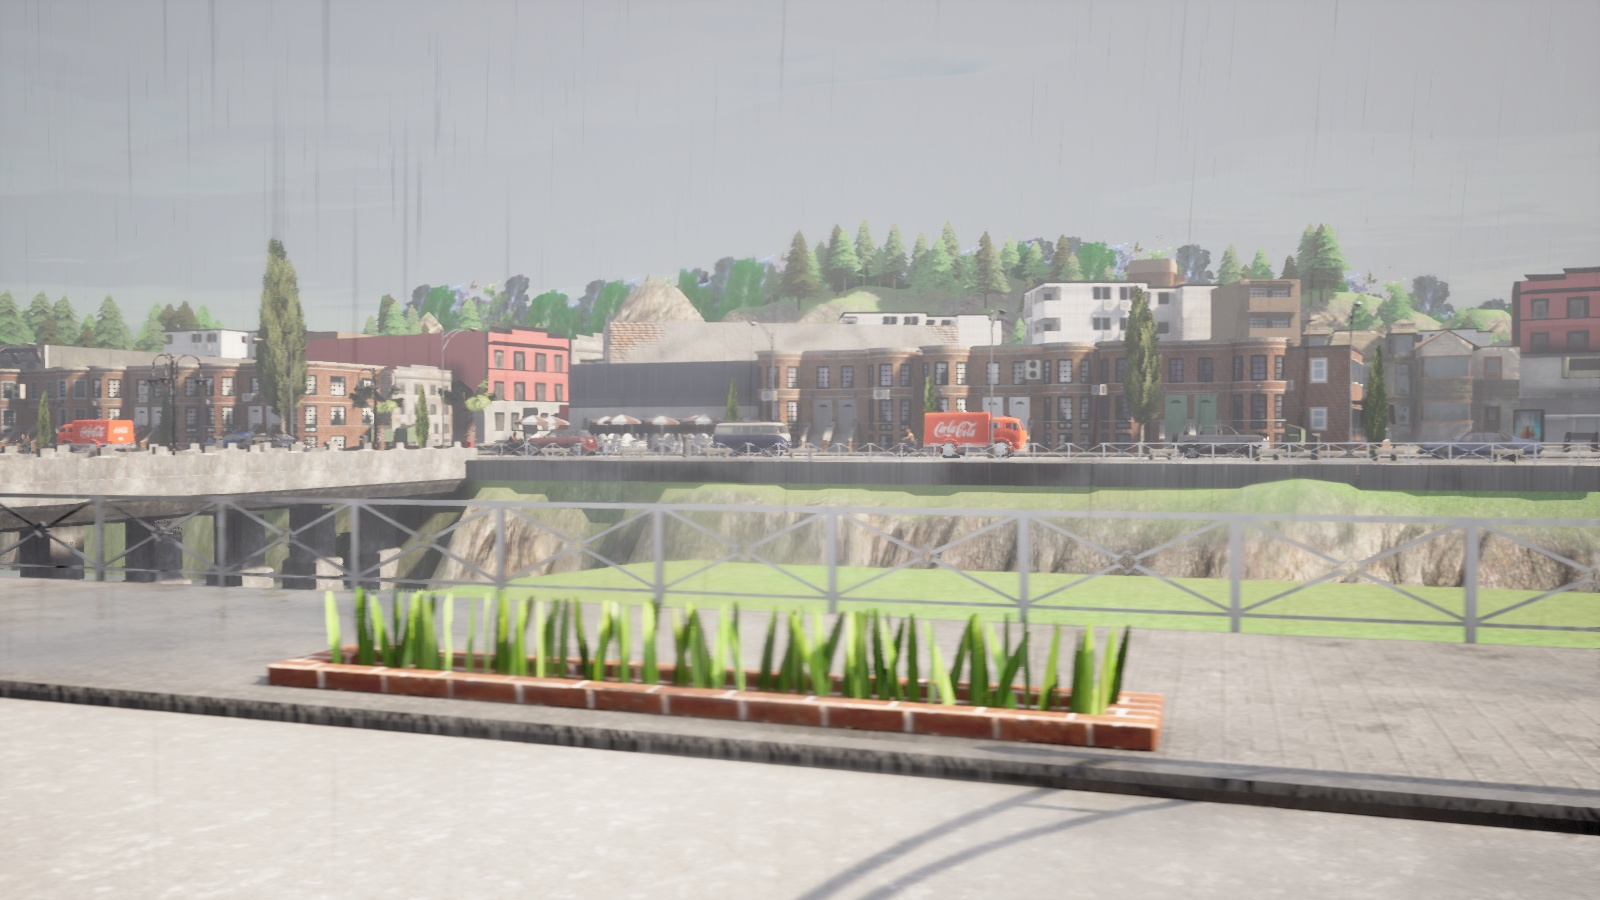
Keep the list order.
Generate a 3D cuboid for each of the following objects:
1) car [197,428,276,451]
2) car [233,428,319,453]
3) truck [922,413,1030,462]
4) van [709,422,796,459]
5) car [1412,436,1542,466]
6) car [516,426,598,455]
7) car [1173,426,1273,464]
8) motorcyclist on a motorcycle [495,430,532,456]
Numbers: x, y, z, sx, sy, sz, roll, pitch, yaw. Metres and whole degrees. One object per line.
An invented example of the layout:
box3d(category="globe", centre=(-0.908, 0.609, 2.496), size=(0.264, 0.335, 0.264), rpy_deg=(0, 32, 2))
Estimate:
box3d(category="car", centre=(-38.584, -0.718, 85.990), size=(5.008, 1.535, 1.882), rpy_deg=(1, 1, 19))
box3d(category="car", centre=(-33.397, -0.624, 80.026), size=(4.902, 1.511, 2.128), rpy_deg=(1, 1, 19))
box3d(category="truck", centre=(9.238, -0.677, 65.690), size=(5.204, 2.467, 2.627), rpy_deg=(1, 1, 19))
box3d(category="van", centre=(-2.631, -0.547, 69.683), size=(4.442, 1.987, 1.775), rpy_deg=(1, 1, 19))
box3d(category="car", centre=(33.257, 0.009, 61.844), size=(5.357, 1.411, 2.033), rpy_deg=(1, 1, 19))
box3d(category="car", centre=(-15.096, -0.622, 78.092), size=(4.553, 1.767, 2.097), rpy_deg=(1, 1, 19))
box3d(category="car", centre=(20.800, -0.268, 61.808), size=(4.605, 1.855, 1.932), rpy_deg=(1, 1, 19))
box3d(category="motorcyclist on a motorcycle", centre=(-16.999, -0.449, 74.515), size=(2.044, 1.523, 0.797), rpy_deg=(1, 1, 19))
